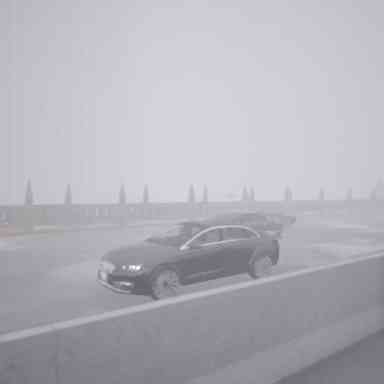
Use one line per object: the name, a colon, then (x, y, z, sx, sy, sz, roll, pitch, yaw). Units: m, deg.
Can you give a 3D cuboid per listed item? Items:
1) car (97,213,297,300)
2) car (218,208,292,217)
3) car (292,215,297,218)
car: (0.148, 1.503, 8.395, 4.902, 1.511, 2.128, 0, 0, -35)
car: (1.709, 1.527, 13.805, 4.892, 1.490, 1.837, 0, 0, -35)
car: (4.031, 1.637, 19.758, 4.718, 1.301, 1.895, 0, 0, -35)
